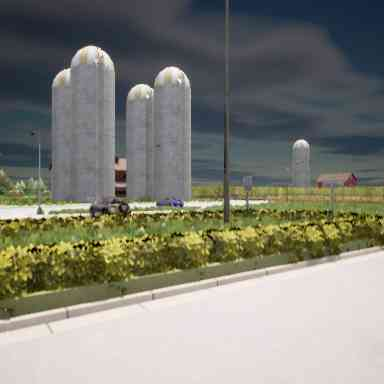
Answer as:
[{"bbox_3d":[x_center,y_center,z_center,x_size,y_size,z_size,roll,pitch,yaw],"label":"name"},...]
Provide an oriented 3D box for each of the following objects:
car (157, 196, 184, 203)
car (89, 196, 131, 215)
[{"bbox_3d":[-3.055,1.423,45.682,2.242,1.667,4.611,0,0,-36],"label":"car"},{"bbox_3d":[-6.643,1.252,26.728,1.932,1.855,4.605,0,0,-36],"label":"car"}]
